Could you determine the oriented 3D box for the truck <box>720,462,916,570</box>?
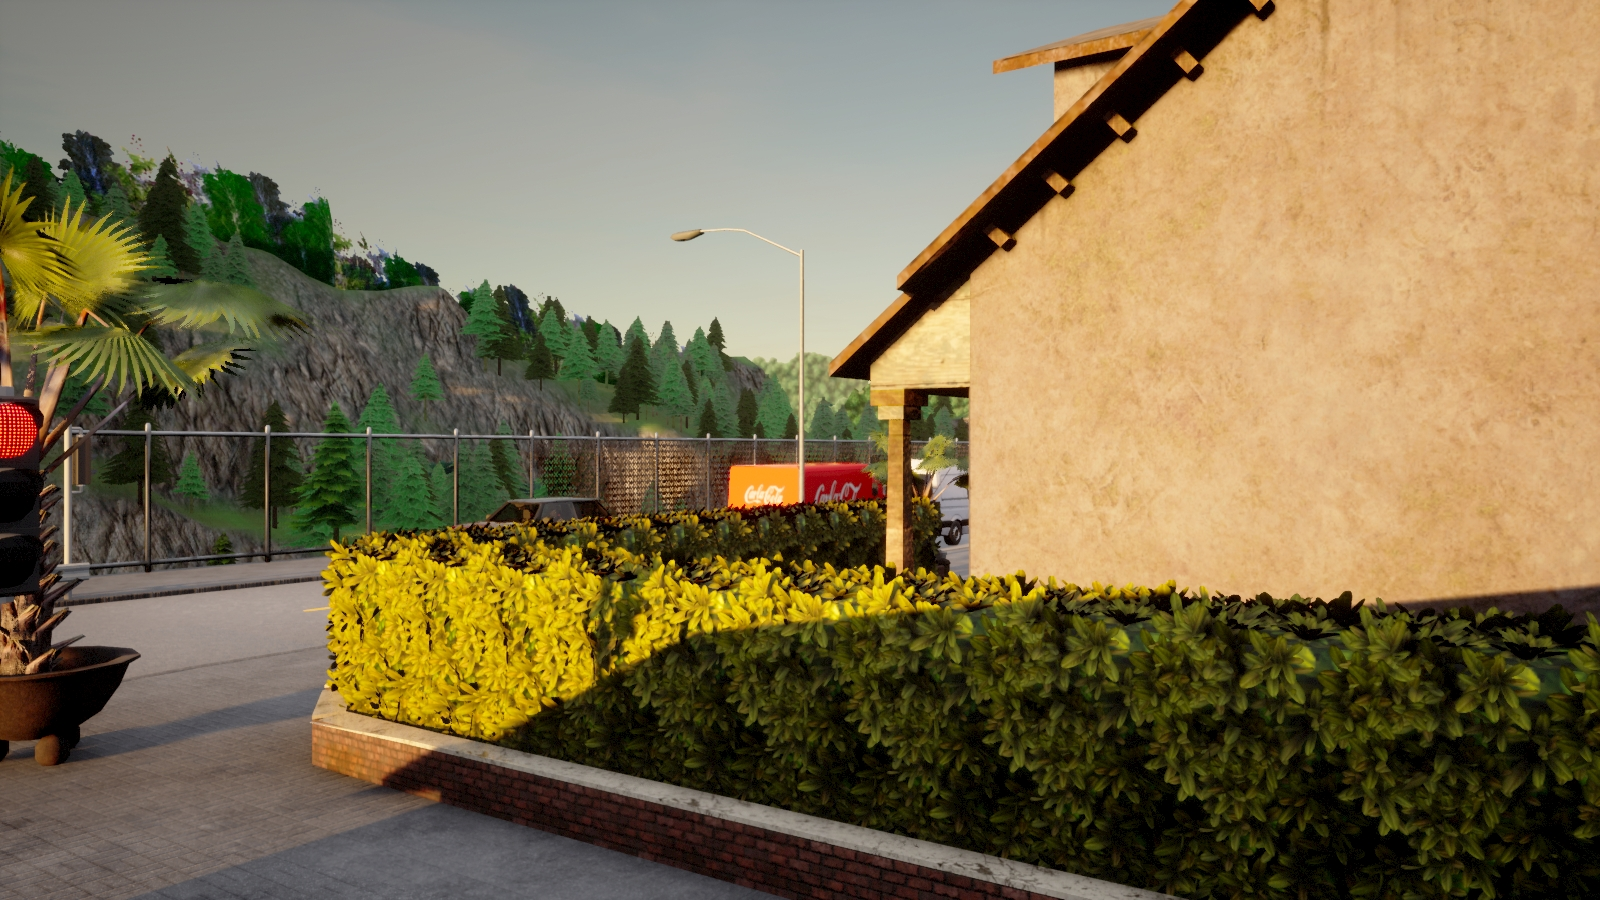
[{"bbox_3d":[0.584,1.568,29.600,2.627,2.467,5.204,0,0,35],"label":"truck"}]

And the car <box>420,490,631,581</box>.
[{"bbox_3d":[-6.312,1.906,26.765,2.097,1.767,4.553,0,0,35],"label":"car"}]
